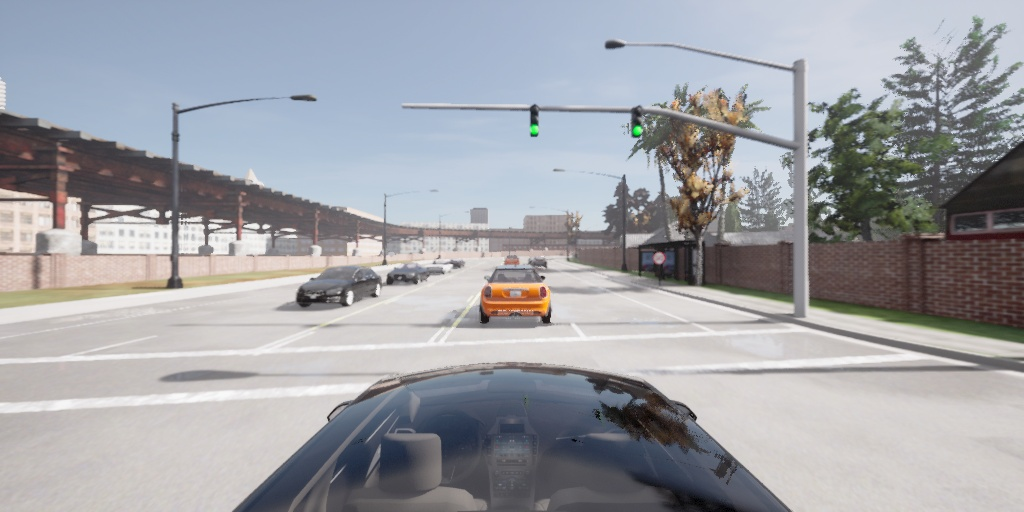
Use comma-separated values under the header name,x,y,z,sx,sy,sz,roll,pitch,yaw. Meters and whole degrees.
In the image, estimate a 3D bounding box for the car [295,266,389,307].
name,x,y,z,sx,sy,sz,roll,pitch,yaw
car,-7.090,1.196,15.215,1.837,1.490,4.892,0,1,0

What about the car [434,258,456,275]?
name,x,y,z,sx,sy,sz,roll,pitch,yaw
car,-7.002,1.089,34.528,1.895,1.301,4.718,0,1,0

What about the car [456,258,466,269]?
name,x,y,z,sx,sy,sz,roll,pitch,yaw
car,-7.003,0.921,44.876,1.895,1.301,4.718,0,1,0

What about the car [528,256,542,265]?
name,x,y,z,sx,sy,sz,roll,pitch,yaw
car,3.496,0.727,56.373,1.895,1.301,4.718,0,1,0

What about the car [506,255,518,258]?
name,x,y,z,sx,sy,sz,roll,pitch,yaw
car,-0.003,0.645,46.539,2.097,1.767,4.553,0,1,0

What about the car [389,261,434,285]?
name,x,y,z,sx,sy,sz,roll,pitch,yaw
car,-7.030,1.178,24.562,1.994,1.385,4.181,0,1,1

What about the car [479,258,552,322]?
name,x,y,z,sx,sy,sz,roll,pitch,yaw
car,0.101,1.068,12.229,2.097,1.767,4.553,0,0,0

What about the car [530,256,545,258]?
name,x,y,z,sx,sy,sz,roll,pitch,yaw
car,3.497,0.795,45.973,2.128,1.511,4.902,0,1,0
